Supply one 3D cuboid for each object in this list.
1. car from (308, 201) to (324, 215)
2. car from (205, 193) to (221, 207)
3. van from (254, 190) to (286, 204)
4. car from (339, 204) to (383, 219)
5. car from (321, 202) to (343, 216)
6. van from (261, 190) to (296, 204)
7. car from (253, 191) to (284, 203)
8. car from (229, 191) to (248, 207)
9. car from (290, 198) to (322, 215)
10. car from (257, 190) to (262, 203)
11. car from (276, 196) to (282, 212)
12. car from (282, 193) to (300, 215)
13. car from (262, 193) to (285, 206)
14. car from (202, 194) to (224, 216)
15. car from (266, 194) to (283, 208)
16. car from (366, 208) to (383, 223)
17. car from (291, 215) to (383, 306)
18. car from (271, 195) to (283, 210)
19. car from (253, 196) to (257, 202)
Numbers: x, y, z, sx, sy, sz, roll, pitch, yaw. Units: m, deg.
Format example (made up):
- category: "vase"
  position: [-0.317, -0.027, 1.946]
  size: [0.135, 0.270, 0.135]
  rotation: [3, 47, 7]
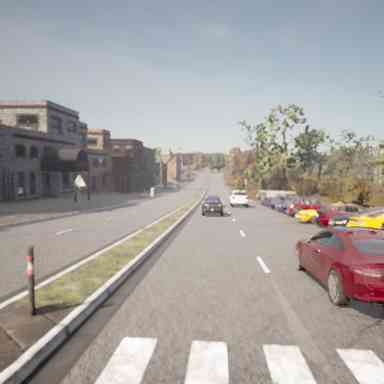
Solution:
- category: "car"
  position: [10.039, 1.527, 20.372]
  size: [4.792, 1.488, 2.163]
  rotation: [1, 1, 4]
- category: "car"
  position: [2.757, 1.026, 43.137]
  size: [1.882, 1.535, 5.008]
  rotation: [1, 1, 4]
- category: "van"
  position: [11.864, 0.781, 50.620]
  size: [4.442, 1.987, 1.878]
  rotation: [1, 2, 4]
- category: "car"
  position: [9.649, 1.539, 14.881]
  size: [5.008, 1.535, 2.097]
  rotation: [1, 1, 4]
- category: "car"
  position: [9.839, 1.519, 17.628]
  size: [4.892, 1.521, 2.231]
  rotation: [1, 0, 4]
- category: "van"
  position: [11.560, 0.963, 42.355]
  size: [4.442, 1.987, 1.878]
  rotation: [1, 1, 4]
- category: "car"
  position: [12.188, 0.813, 53.359]
  size: [4.553, 1.767, 2.185]
  rotation: [1, 2, 4]
- category: "car"
  position: [6.043, 0.825, 43.149]
  size: [2.150, 2.045, 5.566]
  rotation: [1, 1, 4]
- category: "car"
  position: [10.004, 1.463, 23.139]
  size: [5.366, 1.575, 1.946]
  rotation: [1, 1, 4]
- category: "car"
  position: [11.598, 1.004, 45.244]
  size: [4.553, 1.767, 2.185]
  rotation: [1, 1, 4]
- category: "car"
  position: [10.722, 1.409, 31.375]
  size: [4.674, 1.452, 2.002]
  rotation: [1, 1, 4]
- category: "car"
  position: [10.517, 1.282, 28.619]
  size: [4.553, 1.767, 2.185]
  rotation: [1, 1, 4]
- category: "car"
  position: [11.290, 1.266, 39.619]
  size: [4.792, 1.488, 2.163]
  rotation: [1, 1, 4]
- category: "car"
  position: [1.877, 1.252, 30.028]
  size: [2.128, 1.511, 4.902]
  rotation: [1, 1, 4]
- category: "car"
  position: [11.052, 1.315, 36.877]
  size: [4.792, 1.488, 2.163]
  rotation: [1, 1, 4]
- category: "car"
  position: [9.469, 1.558, 12.132]
  size: [4.892, 1.521, 2.231]
  rotation: [1, 0, 4]
- category: "car"
  position: [3.791, 1.535, 7.845]
  size: [1.812, 1.442, 4.674]
  rotation: [1, 0, 3]
- category: "car"
  position: [10.905, 1.369, 34.123]
  size: [4.674, 1.452, 2.002]
  rotation: [1, 1, 4]
- category: "car"
  position: [11.792, 1.073, 47.867]
  size: [4.892, 1.521, 2.231]
  rotation: [1, 1, 4]
